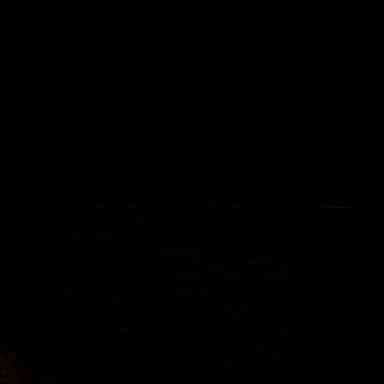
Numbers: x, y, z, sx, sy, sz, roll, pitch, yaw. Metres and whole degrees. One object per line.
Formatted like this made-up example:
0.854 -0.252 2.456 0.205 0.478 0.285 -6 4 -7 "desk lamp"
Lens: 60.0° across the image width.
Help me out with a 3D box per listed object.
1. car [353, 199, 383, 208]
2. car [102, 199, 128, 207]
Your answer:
32.088 2.077 60.642 4.902 1.511 2.128 0 0 3 "car"
-14.805 2.132 64.182 5.008 1.535 1.882 0 -1 -22 "car"
